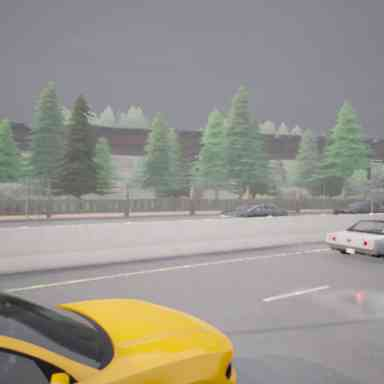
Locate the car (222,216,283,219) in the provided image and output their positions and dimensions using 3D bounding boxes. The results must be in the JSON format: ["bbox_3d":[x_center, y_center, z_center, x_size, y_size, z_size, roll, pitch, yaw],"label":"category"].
[{"bbox_3d":[4.121,1.506,22.276,4.902,1.511,2.128,0,0,-26],"label":"car"}]

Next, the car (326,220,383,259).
[{"bbox_3d":[7.135,1.647,11.877,4.718,1.301,1.895,0,0,-28],"label":"car"}]

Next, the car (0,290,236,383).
[{"bbox_3d":[-1.870,1.458,2.297,5.008,1.535,1.882,1,0,-35],"label":"car"}]

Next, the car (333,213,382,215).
[{"bbox_3d":[15.722,1.650,30.840,5.357,1.411,2.033,0,0,-19],"label":"car"}]
